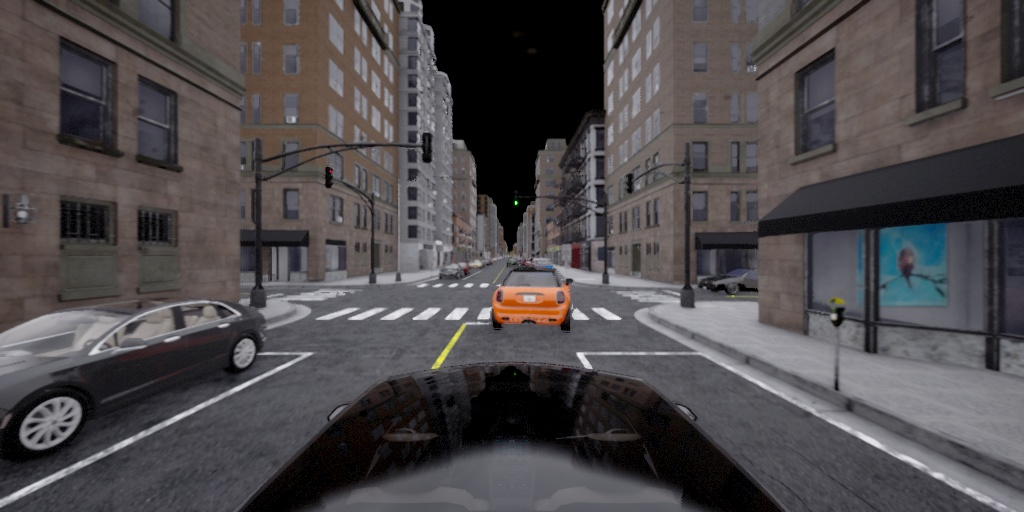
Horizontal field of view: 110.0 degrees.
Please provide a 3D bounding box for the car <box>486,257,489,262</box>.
[{"bbox_3d":[-5.372,1.301,60.395,1.948,1.339,4.313,0,0,0],"label":"car"}]

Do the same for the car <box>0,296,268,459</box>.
[{"bbox_3d":[-5.387,1.300,4.904,2.007,1.370,4.403,0,0,0],"label":"car"}]

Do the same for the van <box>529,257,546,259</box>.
[{"bbox_3d":[2.646,1.087,31.992,1.690,1.789,3.998,0,0,0],"label":"van"}]

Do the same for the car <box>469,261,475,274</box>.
[{"bbox_3d":[-5.378,1.290,37.667,1.888,1.381,4.507,0,0,0],"label":"car"}]

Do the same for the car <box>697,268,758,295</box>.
[{"bbox_3d":[13.273,1.384,19.813,5.357,1.411,2.033,0,0,-1],"label":"car"}]

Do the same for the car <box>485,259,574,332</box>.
[{"bbox_3d":[0.806,1.101,11.192,2.097,1.767,4.553,0,0,10],"label":"car"}]

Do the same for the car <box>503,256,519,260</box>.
[{"bbox_3d":[0.069,1.086,61.534,2.097,1.767,4.553,0,0,1],"label":"car"}]

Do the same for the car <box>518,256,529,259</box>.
[{"bbox_3d":[2.653,1.049,60.399,2.192,1.841,5.009,0,0,0],"label":"car"}]

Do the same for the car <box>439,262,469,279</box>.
[{"bbox_3d":[-5.380,1.297,31.985,2.007,1.370,4.403,0,0,0],"label":"car"}]

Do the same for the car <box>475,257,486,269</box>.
[{"bbox_3d":[-5.373,1.265,54.543,1.751,1.417,4.829,0,0,0],"label":"car"}]
